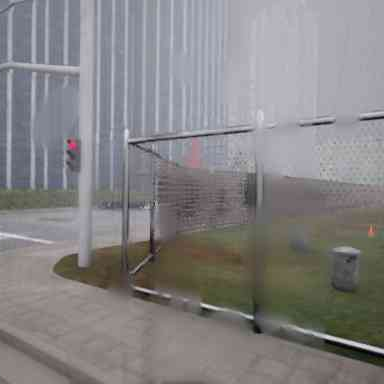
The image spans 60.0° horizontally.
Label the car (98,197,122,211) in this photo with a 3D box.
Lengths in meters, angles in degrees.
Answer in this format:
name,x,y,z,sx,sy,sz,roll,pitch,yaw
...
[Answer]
name,x,y,z,sx,sy,sz,roll,pitch,yaw
car,-6.883,1.166,32.593,1.895,1.301,4.718,1,1,36
